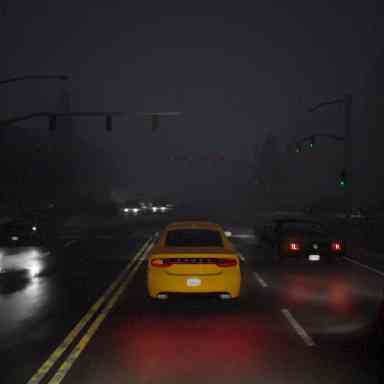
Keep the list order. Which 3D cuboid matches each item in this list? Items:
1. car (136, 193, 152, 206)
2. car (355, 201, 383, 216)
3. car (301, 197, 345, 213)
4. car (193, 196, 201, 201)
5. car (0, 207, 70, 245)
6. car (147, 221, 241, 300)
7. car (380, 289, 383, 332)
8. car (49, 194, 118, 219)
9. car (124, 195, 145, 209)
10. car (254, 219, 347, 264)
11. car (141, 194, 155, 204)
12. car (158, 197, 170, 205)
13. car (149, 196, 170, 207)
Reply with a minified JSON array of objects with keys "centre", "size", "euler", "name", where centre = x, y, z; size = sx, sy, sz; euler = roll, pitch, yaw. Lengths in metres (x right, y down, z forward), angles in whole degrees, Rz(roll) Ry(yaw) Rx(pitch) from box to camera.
[{"centre":[-8.441,1.221,55.750],"size":[2.150,2.045,5.566],"euler":[0,0,-1],"name":"car"},{"centre":[18.773,1.547,32.194],"size":[5.357,1.411,2.033],"euler":[0,0,-2],"name":"car"},{"centre":[14.083,1.352,35.560],"size":[4.553,1.767,2.097],"euler":[0,0,-2],"name":"car"},{"centre":[1.306,1.595,88.208],"size":[1.895,1.301,4.718],"euler":[0,0,-1],"name":"car"},{"centre":[-7.536,1.601,15.878],"size":[1.895,1.301,4.718],"euler":[0,0,-7],"name":"car"},{"centre":[0.034,1.478,8.471],"size":[1.882,1.535,5.008],"euler":[0,0,0],"name":"car"},{"centre":[3.597,1.478,2.706],"size":[1.882,1.535,5.008],"euler":[0,0,0],"name":"car"},{"centre":[-9.119,1.224,28.009],"size":[5.566,2.045,2.150],"euler":[0,1,-16],"name":"car"},{"centre":[-8.208,1.564,46.431],"size":[1.994,1.385,4.181],"euler":[0,0,-1],"name":"car"},{"centre":[3.502,1.601,11.795],"size":[1.895,1.301,4.718],"euler":[0,0,-1],"name":"car"},{"centre":[-8.642,1.352,65.550],"size":[2.097,1.767,4.553],"euler":[0,0,-1],"name":"car"},{"centre":[-5.029,1.564,59.772],"size":[1.994,1.385,4.181],"euler":[0,0,-1],"name":"car"},{"centre":[-4.793,1.564,49.743],"size":[1.994,1.385,4.181],"euler":[0,0,-2],"name":"car"}]
